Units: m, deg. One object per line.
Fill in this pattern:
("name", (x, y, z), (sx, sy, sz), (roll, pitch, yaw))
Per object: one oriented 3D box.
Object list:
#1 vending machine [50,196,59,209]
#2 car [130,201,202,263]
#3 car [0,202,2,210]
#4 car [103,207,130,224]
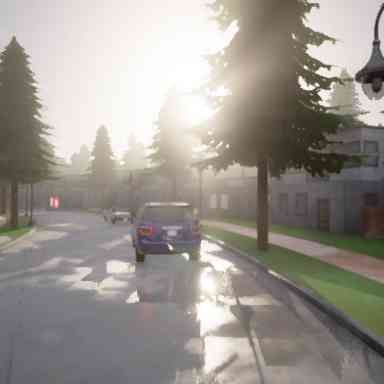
("vending machine", (-22.501, 1.768, 54.451), (0.880, 2.100, 1.100), (0, -1, 37))
("car", (-1.145, 1.361, 12.817), (2.150, 2.045, 5.566), (0, 0, -12))
("car", (-31.587, 1.763, 51.492), (5.566, 2.045, 2.150), (0, -1, 33))
("car", (-6.181, 1.897, 28.059), (1.895, 1.301, 4.718), (0, -1, -26))
